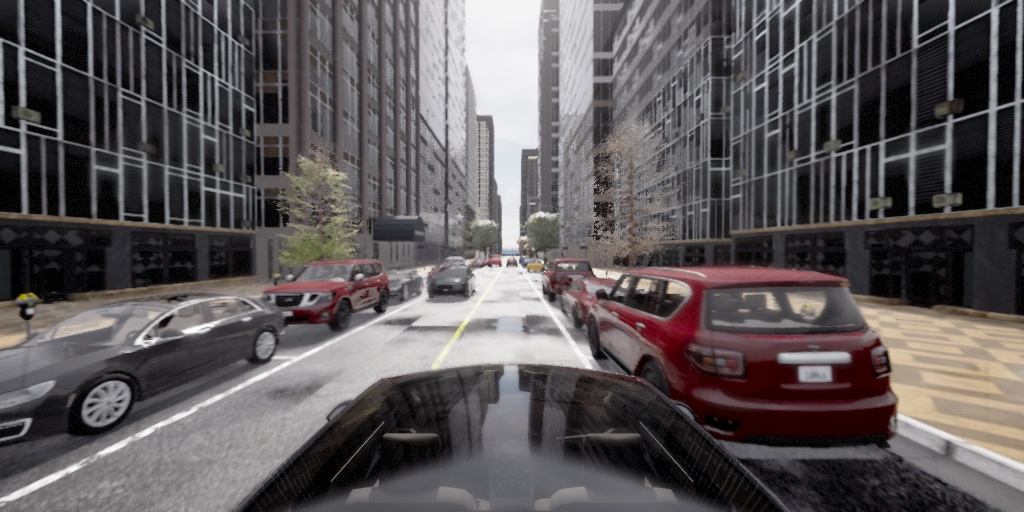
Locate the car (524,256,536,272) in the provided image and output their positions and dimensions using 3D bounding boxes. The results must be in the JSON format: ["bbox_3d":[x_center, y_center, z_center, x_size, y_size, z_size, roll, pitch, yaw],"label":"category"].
[{"bbox_3d":[2.742,1.093,42.778,1.801,1.575,5.366,0,0,0],"label":"car"}]

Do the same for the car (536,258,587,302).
[{"bbox_3d":[2.529,1.022,16.662,2.192,1.841,5.009,0,0,0],"label":"car"}]

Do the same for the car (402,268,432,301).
[{"bbox_3d":[-5.319,1.257,16.631,2.007,1.370,4.403,0,0,0],"label":"car"}]

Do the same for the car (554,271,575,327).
[{"bbox_3d":[2.529,1.305,11.014,1.802,1.307,4.207,0,0,0],"label":"car"}]

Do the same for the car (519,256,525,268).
[{"bbox_3d":[2.555,1.153,56.203,2.007,1.370,4.403,0,0,0],"label":"car"}]

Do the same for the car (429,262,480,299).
[{"bbox_3d":[-2.853,1.209,17.801,1.837,1.490,4.892,0,0,0],"label":"car"}]

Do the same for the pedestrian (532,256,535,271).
[{"bbox_3d":[2.742,0.923,45.758,0.375,1.860,0.375,-1,1,0],"label":"pedestrian"}]

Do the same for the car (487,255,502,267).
[{"bbox_3d":[-2.795,0.815,59.958,2.150,2.045,5.566,0,0,1],"label":"car"}]

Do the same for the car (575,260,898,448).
[{"bbox_3d":[2.530,1.054,5.365,2.192,1.841,5.009,0,0,0],"label":"car"}]

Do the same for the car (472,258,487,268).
[{"bbox_3d":[-5.326,1.185,56.171,1.802,1.307,4.207,0,0,0],"label":"car"}]

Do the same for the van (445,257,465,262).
[{"bbox_3d":[-5.322,1.002,33.576,1.690,1.789,3.998,0,0,0],"label":"van"}]

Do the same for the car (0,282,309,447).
[{"bbox_3d":[-5.317,1.290,5.334,2.007,1.370,4.403,0,0,0],"label":"car"}]

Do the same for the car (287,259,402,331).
[{"bbox_3d":[-5.318,1.037,10.983,2.192,1.841,5.009,0,0,0],"label":"car"}]

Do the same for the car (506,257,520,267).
[{"bbox_3d":[0.019,1.117,60.823,1.812,1.442,4.674,0,0,1],"label":"car"}]
